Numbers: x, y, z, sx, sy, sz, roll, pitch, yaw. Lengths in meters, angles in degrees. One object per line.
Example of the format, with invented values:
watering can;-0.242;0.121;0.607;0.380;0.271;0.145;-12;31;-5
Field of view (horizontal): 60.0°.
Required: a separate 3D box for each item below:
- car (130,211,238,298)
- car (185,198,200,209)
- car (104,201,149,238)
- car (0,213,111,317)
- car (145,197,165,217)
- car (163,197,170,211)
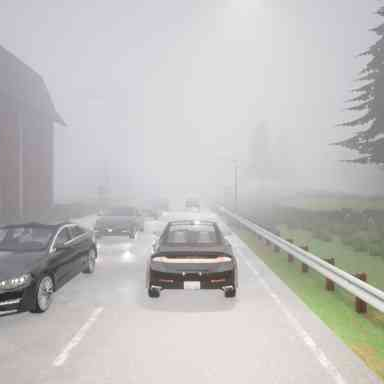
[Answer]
car;0.001;1.464;8.440;2.128;1.511;4.902;0;0;0
car;0.064;1.395;41.578;2.033;1.411;5.357;0;0;1
car;-3.598;1.442;17.092;1.837;1.490;4.892;0;0;0
car;-3.600;1.464;7.621;2.128;1.511;4.902;0;0;0
car;-3.594;1.424;27.357;1.812;1.442;4.674;0;0;0
car;-3.553;1.336;37.845;1.882;1.535;5.008;0;0;0
